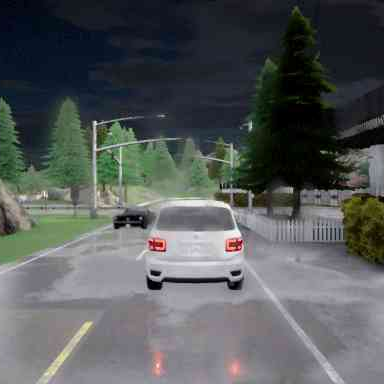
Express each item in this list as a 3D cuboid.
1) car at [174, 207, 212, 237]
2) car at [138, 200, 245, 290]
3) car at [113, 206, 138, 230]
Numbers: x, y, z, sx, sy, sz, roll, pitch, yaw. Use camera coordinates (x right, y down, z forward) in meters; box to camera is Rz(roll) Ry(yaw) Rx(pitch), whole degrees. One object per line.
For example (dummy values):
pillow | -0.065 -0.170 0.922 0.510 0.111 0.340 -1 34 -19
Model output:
car | 0.018 1.601 18.977 1.895 1.301 4.718 0 0 0
car | 0.064 1.221 9.214 2.150 2.045 5.566 0 0 0
car | -3.618 1.601 21.066 1.895 1.301 4.718 0 0 0
